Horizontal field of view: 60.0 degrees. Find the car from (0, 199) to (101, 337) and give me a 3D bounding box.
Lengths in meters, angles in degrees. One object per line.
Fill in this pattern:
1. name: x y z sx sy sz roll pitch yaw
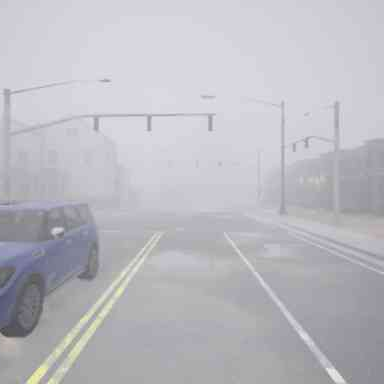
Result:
1. car: -3.585 1.214 6.985 2.150 2.045 5.566 0 0 0
